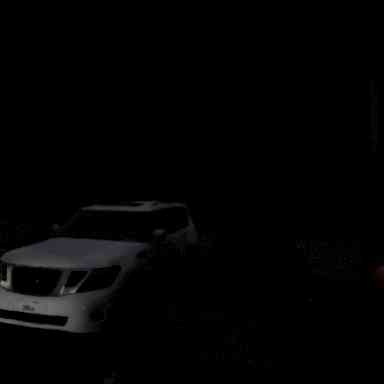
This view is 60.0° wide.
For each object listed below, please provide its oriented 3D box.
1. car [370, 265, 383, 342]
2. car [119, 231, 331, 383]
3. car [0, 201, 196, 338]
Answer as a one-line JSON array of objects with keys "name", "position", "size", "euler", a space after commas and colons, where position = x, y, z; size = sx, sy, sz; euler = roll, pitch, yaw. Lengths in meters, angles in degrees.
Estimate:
[{"name": "car", "position": [3.380, 1.480, 3.497], "size": [1.946, 1.575, 5.366], "euler": [1, -1, 16]}, {"name": "car", "position": [0.978, 1.516, 5.395], "size": [2.163, 1.488, 4.792], "euler": [1, -1, 16]}, {"name": "car", "position": [-1.459, 1.237, 7.148], "size": [2.435, 2.045, 5.566], "euler": [1, -1, 16]}]
